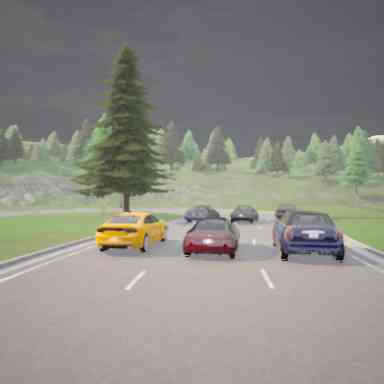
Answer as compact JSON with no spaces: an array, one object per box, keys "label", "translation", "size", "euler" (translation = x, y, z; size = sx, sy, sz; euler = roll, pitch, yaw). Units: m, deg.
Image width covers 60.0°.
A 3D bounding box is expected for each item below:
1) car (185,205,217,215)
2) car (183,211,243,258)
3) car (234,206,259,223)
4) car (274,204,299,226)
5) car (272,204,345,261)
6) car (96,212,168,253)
[{"label":"car","translation":[0.893,1.847,28.664],"size":[2.033,1.411,5.357],"euler":[0,-1,18]},{"label":"car","translation":[0.896,1.707,13.566],"size":[1.994,1.385,4.181],"euler":[0,-1,10]},{"label":"car","translation":[4.530,1.863,28.510],"size":[1.994,1.385,4.181],"euler":[0,-1,18]},{"label":"car","translation":[7.822,1.793,27.350],"size":[1.837,1.490,4.892],"euler":[0,0,17]},{"label":"car","translation":[4.360,1.489,13.071],"size":[2.097,1.767,4.553],"euler":[0,-1,10]},{"label":"car","translation":[-2.448,1.632,14.715],"size":[1.882,1.535,5.008],"euler":[0,0,10]}]
